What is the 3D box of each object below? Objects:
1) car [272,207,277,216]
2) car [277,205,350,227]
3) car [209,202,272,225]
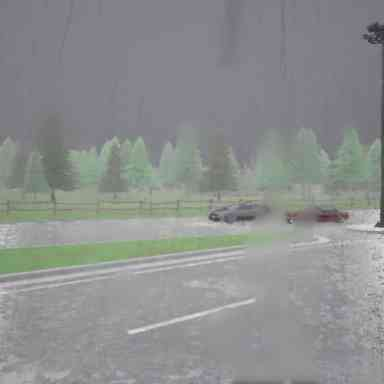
[{"bbox_3d":[5.135,1.579,28.939,4.718,1.301,1.895,0,0,-28],"label":"car"},{"bbox_3d":[8.477,1.591,22.789,4.718,1.301,1.895,0,0,-28],"label":"car"},{"bbox_3d":[3.318,1.544,24.128,4.181,1.385,1.994,0,0,-26],"label":"car"}]
